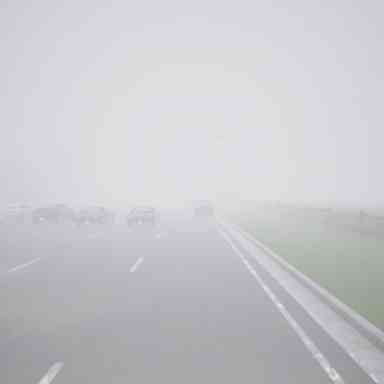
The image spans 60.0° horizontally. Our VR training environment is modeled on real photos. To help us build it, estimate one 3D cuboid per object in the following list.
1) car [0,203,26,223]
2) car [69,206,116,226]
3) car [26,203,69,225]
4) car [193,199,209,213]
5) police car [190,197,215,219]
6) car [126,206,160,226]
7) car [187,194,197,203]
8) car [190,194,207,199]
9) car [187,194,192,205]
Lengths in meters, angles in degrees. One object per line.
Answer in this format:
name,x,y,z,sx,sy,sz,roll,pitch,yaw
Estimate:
car,-13.892,1.635,26.549,1.812,1.442,4.674,0,0,0
car,-6.893,1.700,24.051,1.895,1.301,4.718,0,0,0
car,-10.393,1.610,25.426,1.837,1.490,4.892,0,0,0
car,1.062,1.672,40.435,1.837,1.490,4.892,0,0,0
police car,1.059,1.551,30.546,1.930,1.638,5.238,0,0,0
car,-3.393,1.700,24.050,1.895,1.301,4.718,0,0,0
car,0.025,1.407,77.980,2.150,2.045,5.566,0,0,0
car,1.063,1.542,46.406,2.097,1.767,4.553,0,0,0
car,0.019,1.739,63.390,1.882,1.535,5.008,0,0,0
